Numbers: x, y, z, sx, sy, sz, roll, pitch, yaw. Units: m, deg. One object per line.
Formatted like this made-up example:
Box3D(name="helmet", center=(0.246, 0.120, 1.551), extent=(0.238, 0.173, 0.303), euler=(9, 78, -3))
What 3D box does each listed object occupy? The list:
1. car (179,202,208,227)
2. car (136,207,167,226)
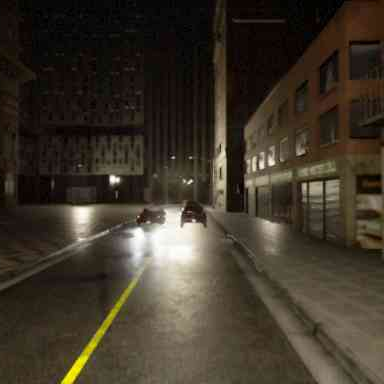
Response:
Box3D(name="car", center=(0.125, 1.732, 24.693), extent=(1.837, 1.490, 4.892), euler=(0, -1, 0))
Box3D(name="car", center=(-3.055, 1.839, 25.654), extent=(1.895, 1.301, 4.718), euler=(0, -1, 0))
